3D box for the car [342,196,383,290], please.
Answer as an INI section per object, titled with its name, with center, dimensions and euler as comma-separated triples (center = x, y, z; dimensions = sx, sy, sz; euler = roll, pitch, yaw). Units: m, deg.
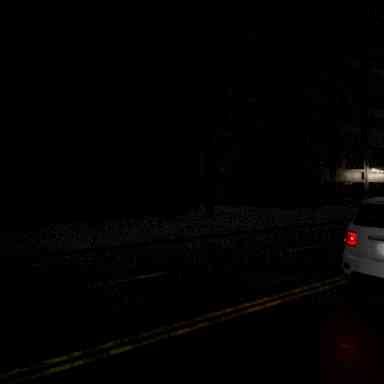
[car]
center = 5.710, 1.117, 7.543
dimensions = 5.566, 2.045, 2.150
euler = 1, 0, -35
